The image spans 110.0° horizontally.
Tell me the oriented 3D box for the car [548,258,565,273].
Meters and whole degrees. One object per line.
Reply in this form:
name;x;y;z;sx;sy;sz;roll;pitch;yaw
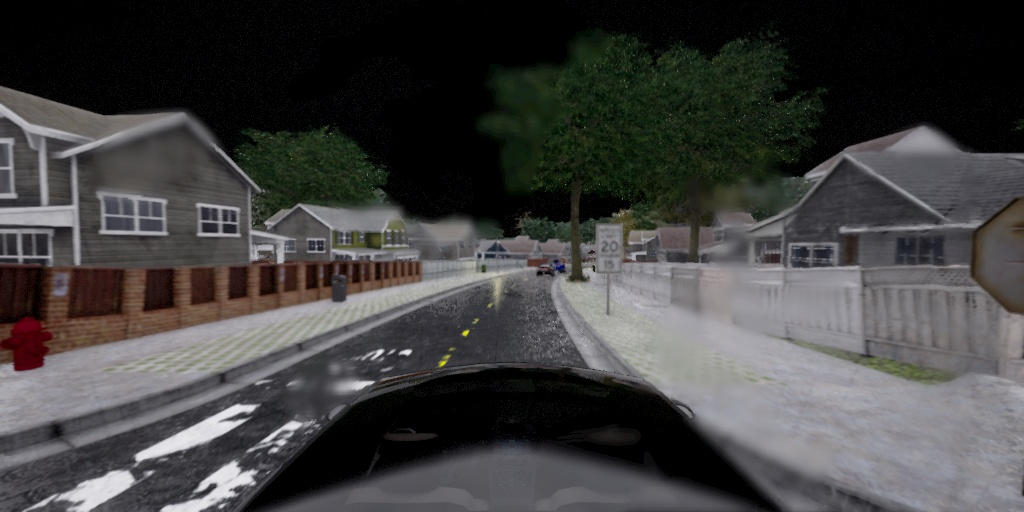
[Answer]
car;6.277;1.378;51.286;2.150;2.045;5.566;1;0;15

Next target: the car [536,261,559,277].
car;3.957;1.589;41.191;1.837;1.490;4.892;1;0;13
